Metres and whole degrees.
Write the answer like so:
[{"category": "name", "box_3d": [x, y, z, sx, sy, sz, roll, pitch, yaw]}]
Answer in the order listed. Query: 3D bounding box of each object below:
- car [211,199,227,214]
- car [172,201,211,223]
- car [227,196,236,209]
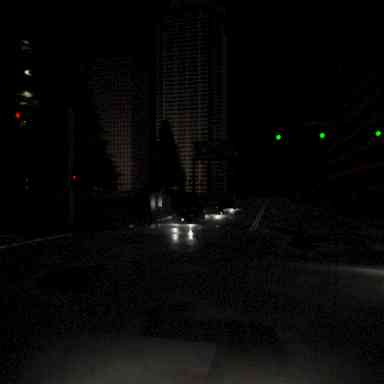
[{"category": "car", "box_3d": [2.539, 1.716, 38.840, 1.882, 1.535, 5.008, 0, 0, 13]}, {"category": "car", "box_3d": [-0.098, 1.721, 27.607, 2.033, 1.411, 5.357, 0, 0, 13]}, {"category": "car", "box_3d": [5.586, 1.819, 51.785, 1.837, 1.490, 4.892, 0, -1, 13]}]
